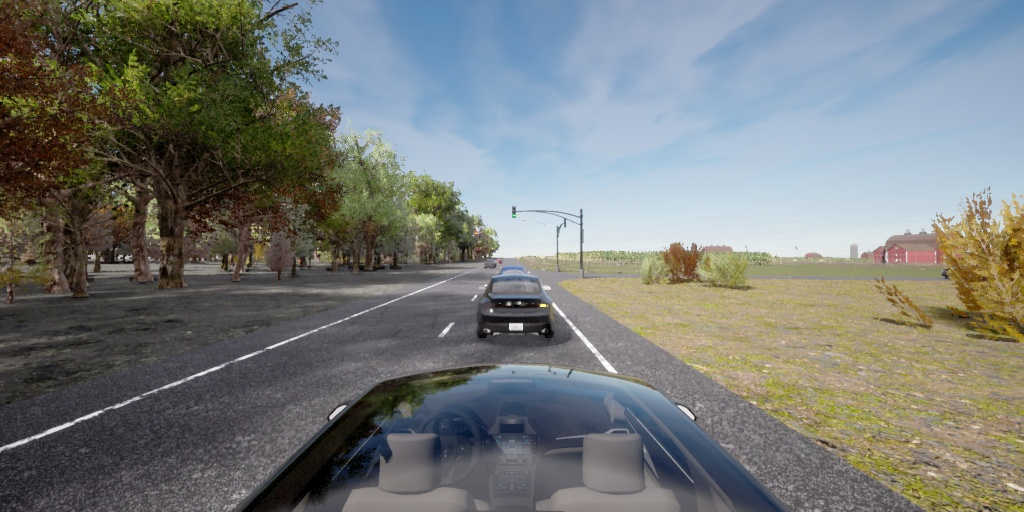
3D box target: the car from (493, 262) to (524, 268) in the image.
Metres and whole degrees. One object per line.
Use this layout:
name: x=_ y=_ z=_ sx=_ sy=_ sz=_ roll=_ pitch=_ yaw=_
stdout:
car: x=0.069 y=1.280 z=20.118 sx=1.812 sy=1.442 sz=4.674 roll=0 pitch=0 yaw=0

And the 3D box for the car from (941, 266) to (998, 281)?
car: x=48.419 y=1.768 z=37.793 sx=4.902 sy=1.511 sz=2.128 roll=1 pitch=-1 yaw=0

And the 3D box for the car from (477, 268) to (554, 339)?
car: x=0.078 y=1.258 z=10.111 sx=1.837 sy=1.490 sz=4.892 roll=0 pitch=0 yaw=0

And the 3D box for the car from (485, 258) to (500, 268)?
car: x=-3.561 y=1.246 z=61.015 sx=2.128 sy=1.511 sz=4.902 roll=0 pitch=0 yaw=0
